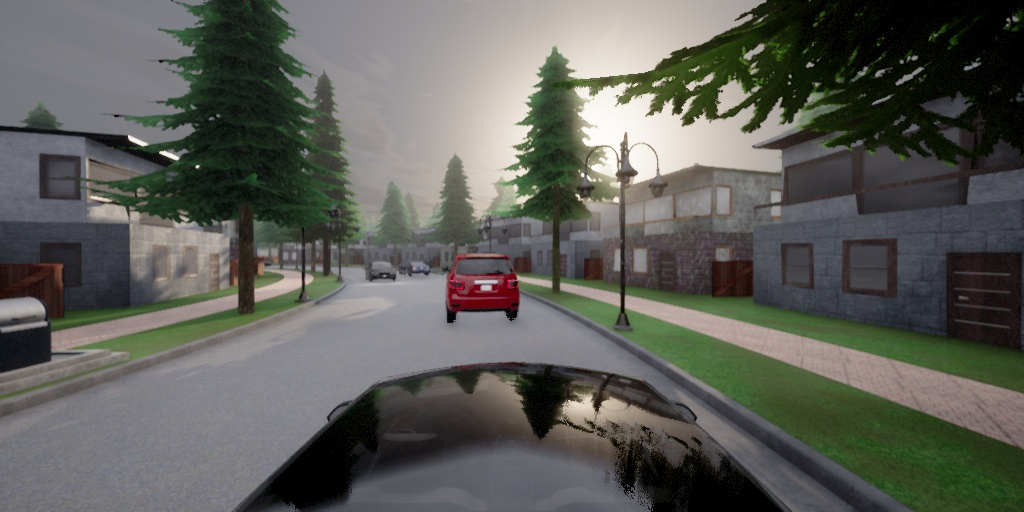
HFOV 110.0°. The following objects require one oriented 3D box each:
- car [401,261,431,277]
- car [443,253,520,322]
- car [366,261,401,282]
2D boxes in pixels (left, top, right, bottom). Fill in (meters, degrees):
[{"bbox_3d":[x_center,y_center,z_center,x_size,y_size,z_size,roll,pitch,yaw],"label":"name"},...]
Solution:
[{"bbox_3d":[-9.360,1.150,33.994,2.033,1.411,5.357,0,0,-32],"label":"car"},{"bbox_3d":[-1.199,0.926,12.398,2.150,2.045,5.566,0,1,-11],"label":"car"},{"bbox_3d":[-10.016,1.138,27.351,1.837,1.490,4.892,0,0,-27],"label":"car"}]
